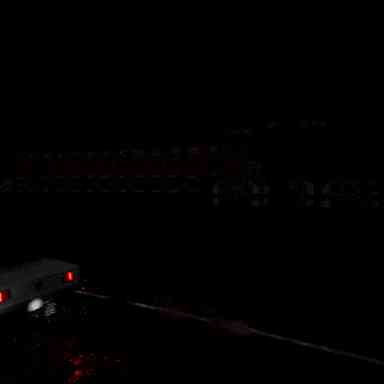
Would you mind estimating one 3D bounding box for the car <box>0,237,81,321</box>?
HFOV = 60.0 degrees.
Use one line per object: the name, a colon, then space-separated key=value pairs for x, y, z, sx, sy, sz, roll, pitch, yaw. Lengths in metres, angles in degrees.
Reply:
car: x=-4.529 y=1.540 z=6.408 sx=4.718 sy=1.301 sz=1.895 roll=0 pitch=0 yaw=27
